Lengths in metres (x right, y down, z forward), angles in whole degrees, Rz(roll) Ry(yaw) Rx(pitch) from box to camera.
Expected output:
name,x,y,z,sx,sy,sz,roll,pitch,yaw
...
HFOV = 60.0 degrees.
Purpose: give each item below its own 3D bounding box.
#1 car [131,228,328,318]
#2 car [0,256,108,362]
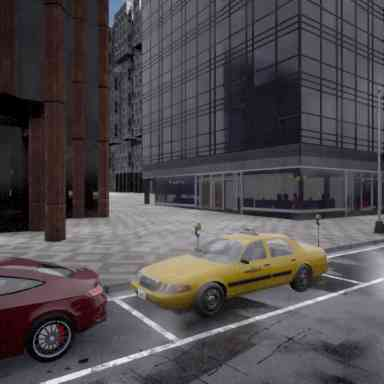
name,x,y,z,sx,sy,sz,roll,pitch,yaw
car,1.063,1.525,7.387,4.829,1.417,1.752,0,0,-35
car,-3.237,1.582,4.344,4.206,1.307,1.802,0,0,-35
